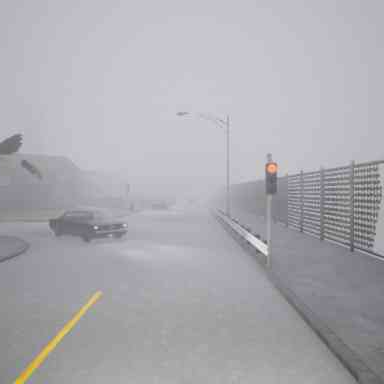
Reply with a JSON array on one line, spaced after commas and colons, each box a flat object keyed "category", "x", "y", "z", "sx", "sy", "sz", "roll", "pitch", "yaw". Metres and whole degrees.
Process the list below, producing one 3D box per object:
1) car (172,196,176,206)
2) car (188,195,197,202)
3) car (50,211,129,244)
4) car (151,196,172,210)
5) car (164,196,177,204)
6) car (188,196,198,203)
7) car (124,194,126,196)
[{"category": "car", "x": -4.047, "y": 1.505, "z": 52.519, "sx": 1.837, "sy": 1.490, "sz": 4.892, "roll": 0, "pitch": 0, "yaw": 0}, {"category": "car", "x": 0.066, "y": 1.540, "z": 78.648, "sx": 2.033, "sy": 1.411, "sz": 5.357, "roll": 0, "pitch": 0, "yaw": 0}, {"category": "car", "x": -5.076, "y": 1.601, "z": 16.191, "sx": 4.718, "sy": 1.301, "sz": 1.895, "roll": 0, "pitch": 0, "yaw": 45}, {"category": "car", "x": -4.062, "y": 1.478, "z": 42.801, "sx": 1.882, "sy": 1.535, "sz": 5.008, "roll": 0, "pitch": 0, "yaw": 0}, {"category": "car", "x": -4.005, "y": 1.547, "z": 62.975, "sx": 2.033, "sy": 1.411, "sz": 5.357, "roll": 0, "pitch": 0, "yaw": 0}, {"category": "car", "x": 0.161, "y": 1.547, "z": 68.020, "sx": 2.033, "sy": 1.411, "sz": 5.357, "roll": 0, "pitch": 0, "yaw": -1}, {"category": "car", "x": -17.212, "y": 1.134, "z": 78.245, "sx": 3.633, "sy": 1.501, "sz": 1.845, "roll": 0, "pitch": 0, "yaw": 0}]
